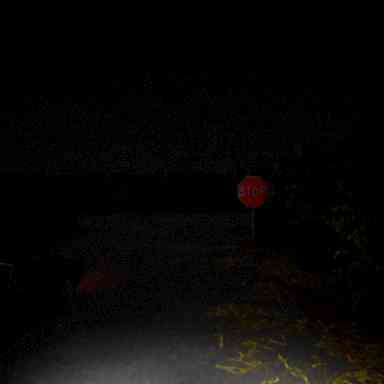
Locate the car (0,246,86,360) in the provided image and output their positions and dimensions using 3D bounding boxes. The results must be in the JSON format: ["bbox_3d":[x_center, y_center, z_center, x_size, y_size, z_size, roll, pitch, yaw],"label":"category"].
[{"bbox_3d":[-3.162,1.564,4.720,1.895,1.301,4.718,0,0,0],"label":"car"}]
